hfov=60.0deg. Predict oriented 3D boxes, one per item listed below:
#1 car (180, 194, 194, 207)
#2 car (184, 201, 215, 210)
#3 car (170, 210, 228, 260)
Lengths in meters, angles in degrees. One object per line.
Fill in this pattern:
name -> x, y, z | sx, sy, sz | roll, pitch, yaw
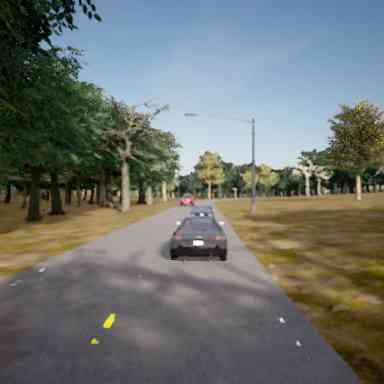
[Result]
car -> -0.820, 1.440, 57.382 | 2.150, 2.045, 5.566 | 0, 0, 3
car -> 0.764, 1.641, 25.283 | 2.033, 1.411, 5.357 | 0, 0, 3
car -> 0.286, 1.610, 12.667 | 1.994, 1.385, 4.181 | 0, 0, 2
